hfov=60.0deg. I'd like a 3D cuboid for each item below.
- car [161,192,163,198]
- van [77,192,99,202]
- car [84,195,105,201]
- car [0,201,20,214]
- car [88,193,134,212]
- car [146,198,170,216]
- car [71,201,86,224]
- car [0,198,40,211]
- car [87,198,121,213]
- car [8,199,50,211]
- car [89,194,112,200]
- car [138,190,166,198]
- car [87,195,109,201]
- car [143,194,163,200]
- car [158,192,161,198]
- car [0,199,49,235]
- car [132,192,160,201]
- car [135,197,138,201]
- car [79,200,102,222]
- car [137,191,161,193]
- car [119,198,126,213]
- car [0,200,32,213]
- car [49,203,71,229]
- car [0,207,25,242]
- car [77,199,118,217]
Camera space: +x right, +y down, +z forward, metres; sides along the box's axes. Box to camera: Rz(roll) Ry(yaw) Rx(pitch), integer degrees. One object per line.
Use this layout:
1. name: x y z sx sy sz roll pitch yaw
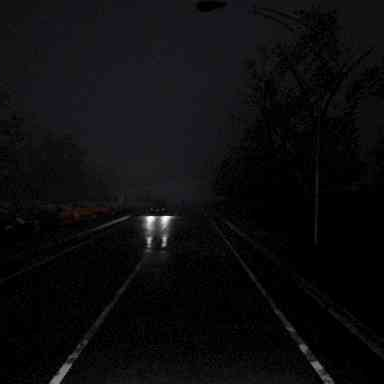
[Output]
1. car: -10.349 1.363 83.039 5.008 1.535 2.097 0 0 0
2. van: -23.332 1.118 74.646 4.442 1.987 1.878 1 0 0
3. car: -23.446 1.400 80.104 4.674 1.452 2.002 0 0 0
4. car: -23.266 1.785 39.361 4.674 1.452 2.002 0 -1 0
5. car: -10.217 1.494 39.325 5.566 2.045 2.435 0 -1 0
6. car: -3.394 1.658 35.159 1.837 1.490 4.892 0 -1 0
7. car: -10.409 1.570 22.669 5.366 1.575 1.946 0 0 0
8. car: -23.289 1.678 44.778 4.553 1.767 2.185 0 -1 0
9. car: -10.206 1.686 33.769 4.892 1.521 2.231 0 -1 0
10. car: -23.246 1.833 47.548 5.008 1.535 2.097 0 -1 0
11. car: -23.612 1.352 85.808 5.366 1.575 1.946 0 0 0
12. car: -10.375 1.105 85.832 5.566 2.045 2.435 0 0 0
13. car: -23.463 1.392 83.016 4.792 1.488 2.163 0 0 0
14. car: -10.332 1.340 88.623 4.892 1.521 2.231 0 1 0
15. car: -10.400 1.382 77.474 4.792 1.488 2.163 0 0 0
16. car: -10.266 1.417 17.122 4.553 1.767 2.185 0 0 0
17. car: -10.350 1.373 74.690 4.792 1.488 2.163 0 0 0
18. car: -10.148 1.835 44.873 4.792 1.488 2.163 0 -1 0
19. car: -10.032 1.593 25.321 5.366 1.575 1.946 0 -1 0
20. car: -10.394 1.236 80.260 4.553 1.767 2.185 0 0 0
21. car: -10.380 1.712 36.546 5.366 1.575 1.946 0 -1 0
22. car: -23.233 1.804 42.131 4.792 1.488 2.163 0 -1 0
23. car: -10.223 1.556 19.901 4.892 1.521 2.231 0 0 0
24. car: -10.270 1.563 14.348 4.792 1.488 2.163 0 0 0
25. car: -10.021 1.652 30.994 5.366 1.575 1.946 0 -1 0
